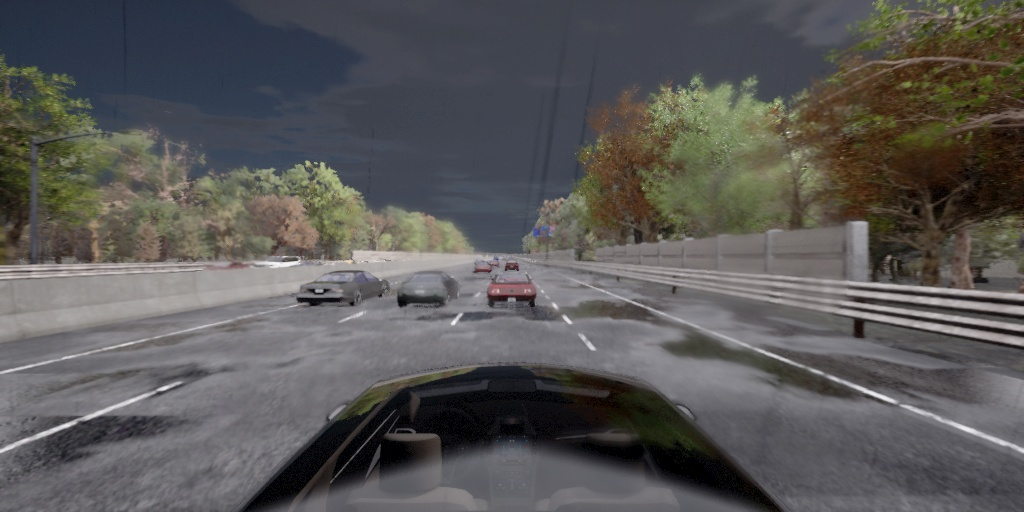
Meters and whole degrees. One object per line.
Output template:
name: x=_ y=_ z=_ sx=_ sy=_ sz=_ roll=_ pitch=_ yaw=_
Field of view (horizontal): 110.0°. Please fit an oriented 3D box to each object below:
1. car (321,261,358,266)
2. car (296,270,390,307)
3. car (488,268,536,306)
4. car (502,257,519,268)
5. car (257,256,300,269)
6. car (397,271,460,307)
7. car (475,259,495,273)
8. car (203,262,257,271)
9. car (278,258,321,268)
car: x=-17.577 y=1.266 z=37.802 sx=1.882 sy=1.535 sz=5.008 roll=0 pitch=0 yaw=0
car: x=-7.003 y=1.312 z=15.526 sx=2.033 sy=1.411 sz=5.357 roll=0 pitch=0 yaw=0
car: x=-0.004 y=1.366 z=15.809 sx=1.895 sy=1.301 sz=4.718 roll=0 pitch=0 yaw=0
car: x=-0.014 y=1.283 z=51.256 sx=1.882 sy=1.535 sz=5.008 roll=0 pitch=0 yaw=0
car: x=-24.569 y=1.013 z=38.023 sx=2.150 sy=2.045 sz=5.566 roll=0 pitch=0 yaw=0
car: x=-3.503 y=1.329 z=15.634 sx=1.994 sy=1.385 sz=4.181 roll=0 pitch=0 yaw=0
car: x=-3.511 y=1.362 z=44.860 sx=1.994 sy=1.385 sz=4.181 roll=0 pitch=0 yaw=0
car: x=-28.075 y=1.311 z=35.464 sx=1.812 sy=1.442 sz=4.674 roll=0 pitch=0 yaw=0
car: x=-21.088 y=1.278 z=36.830 sx=2.128 sy=1.511 sz=4.902 roll=0 pitch=0 yaw=0
